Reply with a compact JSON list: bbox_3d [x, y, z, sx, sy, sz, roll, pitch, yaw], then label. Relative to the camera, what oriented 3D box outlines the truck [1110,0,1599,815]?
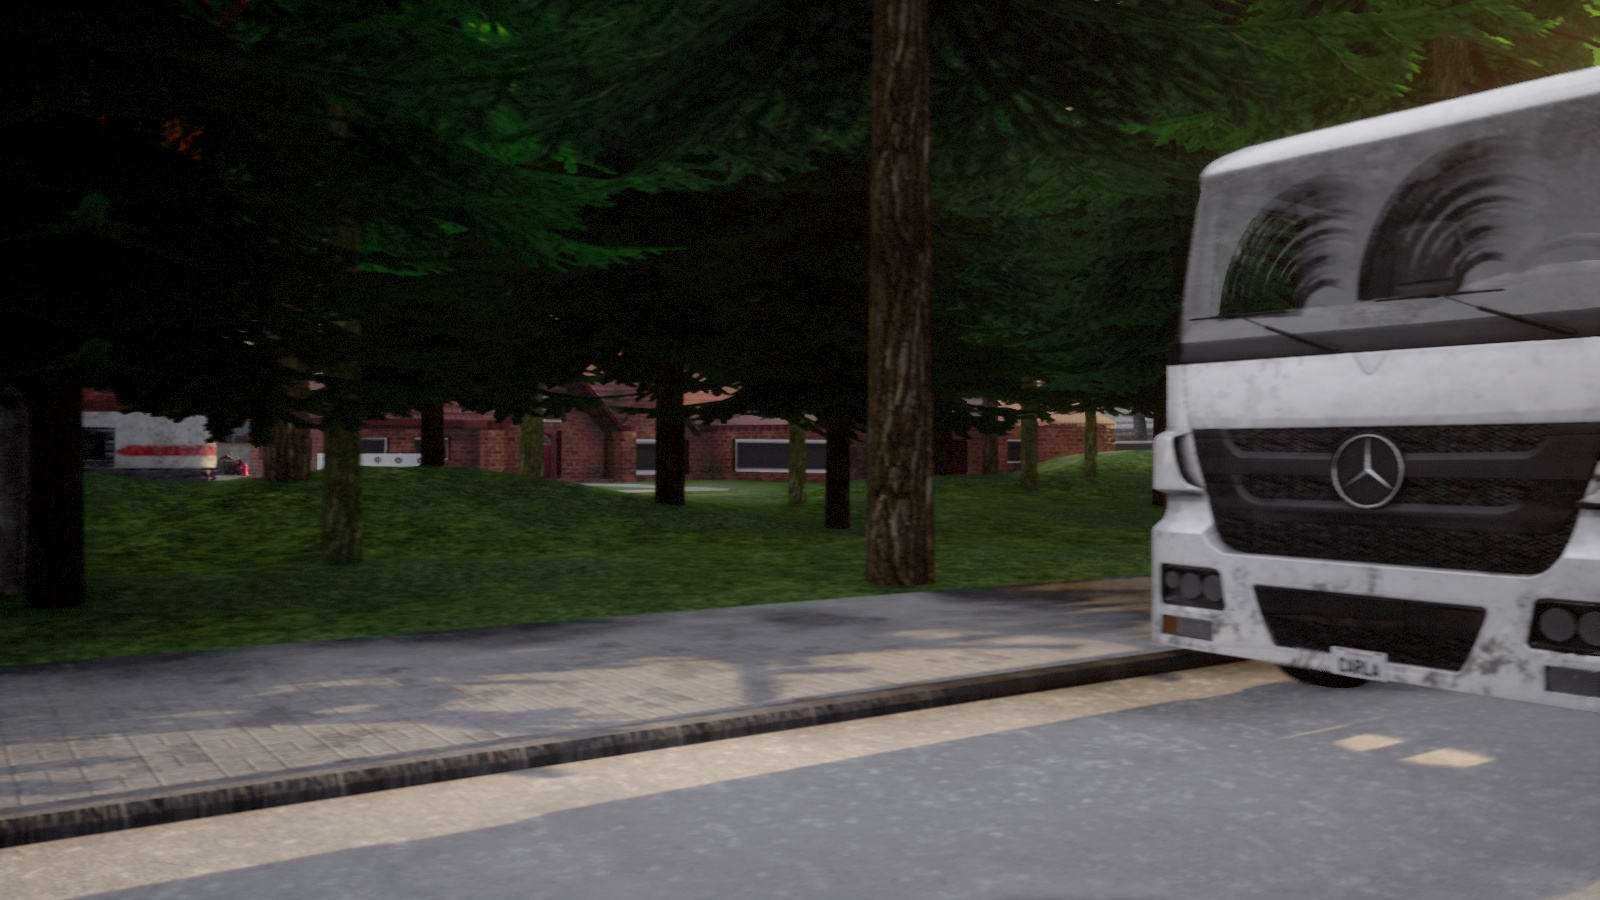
[{"bbox_3d":[5.889,-0.230,8.371,7.936,3.462,2.891,0,0,-35],"label":"truck"}]

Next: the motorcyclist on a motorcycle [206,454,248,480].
[{"bbox_3d":[-34.456,1.036,75.534,2.191,1.530,0.866,0,0,-35],"label":"motorcyclist on a motorcycle"}]
